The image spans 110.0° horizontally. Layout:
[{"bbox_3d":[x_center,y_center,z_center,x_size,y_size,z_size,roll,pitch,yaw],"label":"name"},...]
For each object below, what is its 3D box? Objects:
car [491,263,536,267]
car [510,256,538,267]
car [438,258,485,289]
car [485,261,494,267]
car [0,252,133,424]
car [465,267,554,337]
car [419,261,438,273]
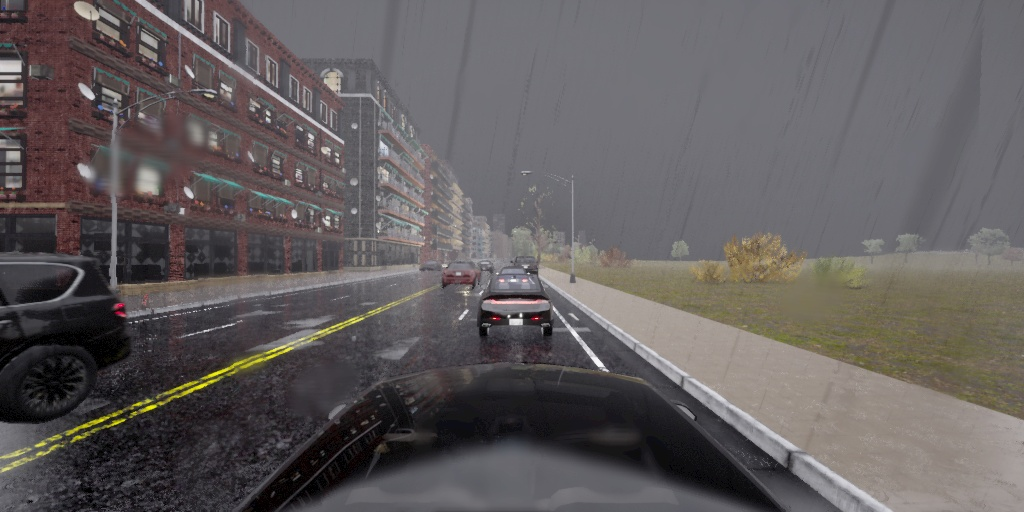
[{"bbox_3d":[0.060,1.301,20.771,2.033,1.411,5.357,0,0,0],"label":"car"},{"bbox_3d":[1.070,0.979,30.984,2.150,2.045,5.566,0,0,0],"label":"car"},{"bbox_3d":[-3.203,1.104,23.559,2.097,1.767,4.553,0,0,0],"label":"car"},{"bbox_3d":[-3.247,1.280,43.756,1.812,1.442,4.674,0,0,0],"label":"car"},{"bbox_3d":[-6.602,0.972,2.838,2.150,2.045,5.566,0,0,0],"label":"car"},{"bbox_3d":[0.081,1.243,10.331,2.128,1.511,4.902,0,0,0],"label":"car"},{"bbox_3d":[-9.950,1.301,44.234,2.033,1.411,5.357,0,0,0],"label":"car"}]
